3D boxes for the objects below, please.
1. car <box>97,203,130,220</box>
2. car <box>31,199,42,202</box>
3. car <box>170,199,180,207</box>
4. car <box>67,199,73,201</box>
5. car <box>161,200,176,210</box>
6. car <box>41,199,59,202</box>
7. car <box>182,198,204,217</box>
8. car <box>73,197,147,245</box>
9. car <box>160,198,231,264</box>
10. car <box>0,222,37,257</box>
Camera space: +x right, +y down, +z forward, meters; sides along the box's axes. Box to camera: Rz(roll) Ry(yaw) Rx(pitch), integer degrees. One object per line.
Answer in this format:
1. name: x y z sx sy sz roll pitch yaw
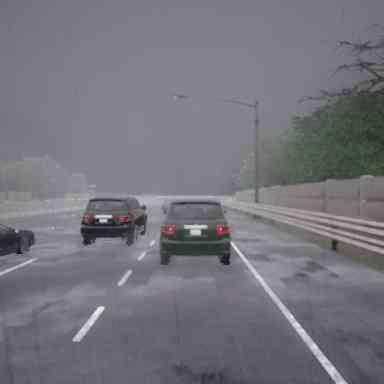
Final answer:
1. car: -6.891 1.714 29.690 1.895 1.301 4.718 0 -1 0
2. car: -31.480 2.215 67.813 2.128 1.511 4.902 0 -1 0
3. car: -3.479 2.230 69.695 1.837 1.490 4.892 0 -1 0
4. car: -24.480 2.213 67.601 1.812 1.442 4.674 0 -1 0
5. car: -3.484 1.978 50.942 1.994 1.385 4.181 0 -1 0
6. car: -27.980 2.276 67.154 1.895 1.301 4.718 0 -1 0
7. car: 0.110 1.519 34.492 2.097 1.767 4.553 0 -1 0
8. car: -3.495 1.234 15.800 2.150 2.045 5.566 0 0 0
9. car: 0.104 1.223 11.952 2.150 2.045 5.566 0 0 0
10. car: -6.897 1.545 10.306 2.033 1.411 5.357 0 0 0
